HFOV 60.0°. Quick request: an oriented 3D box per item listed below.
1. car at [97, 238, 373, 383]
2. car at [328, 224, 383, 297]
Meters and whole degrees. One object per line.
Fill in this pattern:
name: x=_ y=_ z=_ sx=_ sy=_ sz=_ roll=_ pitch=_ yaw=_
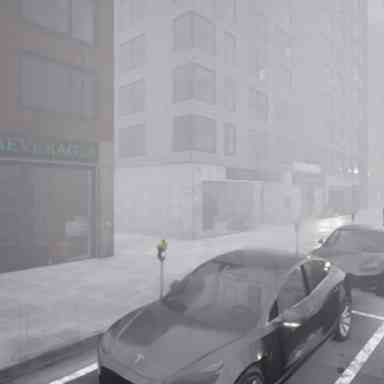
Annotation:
car: x=0.824 y=1.567 z=4.604 sx=1.947 sy=1.339 sz=4.313 roll=0 pitch=0 yaw=42
car: x=4.492 y=1.566 z=8.735 sx=1.947 sy=1.339 sz=4.313 roll=0 pitch=0 yaw=42
